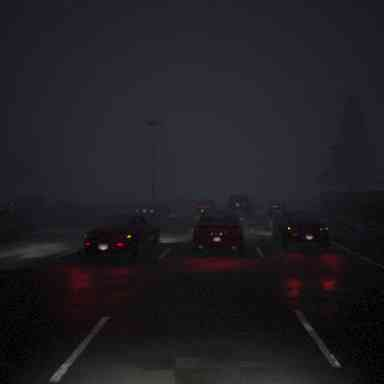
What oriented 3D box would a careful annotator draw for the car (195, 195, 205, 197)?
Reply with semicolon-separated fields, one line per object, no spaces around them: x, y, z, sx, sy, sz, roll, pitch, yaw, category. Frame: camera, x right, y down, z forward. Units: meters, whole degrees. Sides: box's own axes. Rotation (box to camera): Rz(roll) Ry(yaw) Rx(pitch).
1.513;1.469;71.300;2.097;1.767;4.553;0;0;29;car

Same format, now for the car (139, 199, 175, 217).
-3.280;1.588;29.266;2.033;1.411;5.357;0;0;13;car

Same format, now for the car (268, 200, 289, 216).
8.661;1.576;33.426;2.128;1.511;4.902;0;0;16;car

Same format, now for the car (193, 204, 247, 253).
1.166;1.506;14.051;1.882;1.535;5.008;0;0;7;car

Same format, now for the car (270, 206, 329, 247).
4.828;1.567;15.117;1.812;1.442;4.674;0;0;7;car

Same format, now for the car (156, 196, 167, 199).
-5.385;1.604;73.283;1.837;1.490;4.892;0;0;27;car

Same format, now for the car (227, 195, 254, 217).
4.845;1.293;32.894;2.150;2.045;5.566;0;0;15;car

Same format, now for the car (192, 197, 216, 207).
1.604;1.569;34.182;1.837;1.490;4.892;0;0;15;car

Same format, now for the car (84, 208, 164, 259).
-2.509;1.540;12.648;1.812;1.442;4.674;0;0;6;car

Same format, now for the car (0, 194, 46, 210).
-16.860;1.229;33.369;2.150;2.045;5.566;0;0;14;car

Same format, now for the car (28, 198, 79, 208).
-13.335;1.563;33.197;2.033;1.411;5.357;0;0;13;car

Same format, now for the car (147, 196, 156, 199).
-8.395;1.572;75.070;1.882;1.535;5.008;0;0;27;car

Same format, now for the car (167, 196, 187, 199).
-2.731;1.611;70.809;1.837;1.490;4.892;0;0;27;car
